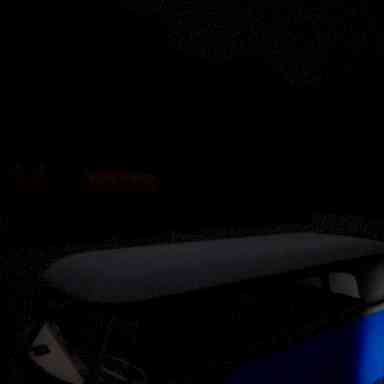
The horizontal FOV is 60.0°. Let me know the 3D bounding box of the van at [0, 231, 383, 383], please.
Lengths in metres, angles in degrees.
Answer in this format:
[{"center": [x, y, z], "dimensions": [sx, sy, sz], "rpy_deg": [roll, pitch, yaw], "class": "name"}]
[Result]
[{"center": [0.436, 1.355, 3.121], "dimensions": [3.998, 1.788, 1.690], "rpy_deg": [0, 0, -35], "class": "van"}]
